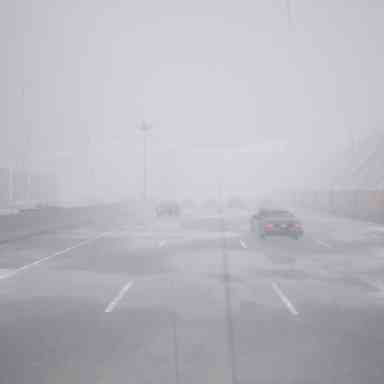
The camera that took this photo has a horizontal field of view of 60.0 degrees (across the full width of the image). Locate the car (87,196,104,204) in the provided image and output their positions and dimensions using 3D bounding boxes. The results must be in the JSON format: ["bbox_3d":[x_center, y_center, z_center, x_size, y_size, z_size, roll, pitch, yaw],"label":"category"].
[{"bbox_3d":[-17.911,1.492,61.770,2.128,1.511,4.902,0,0,3],"label":"car"}]

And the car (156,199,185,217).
[{"bbox_3d":[-2.039,1.600,31.170,1.895,1.301,4.718,0,0,4],"label":"car"}]

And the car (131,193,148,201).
[{"bbox_3d":[-10.527,1.218,69.615,2.150,2.045,5.566,0,0,2],"label":"car"}]

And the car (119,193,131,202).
[{"bbox_3d":[-13.972,1.214,71.012,2.150,2.045,5.566,0,0,2],"label":"car"}]

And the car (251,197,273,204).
[{"bbox_3d":[9.327,1.499,43.562,1.837,1.490,4.892,0,-2,3],"label":"car"}]

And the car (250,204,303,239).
[{"bbox_3d":[4.187,1.547,17.186,2.033,1.411,5.357,0,0,3],"label":"car"}]

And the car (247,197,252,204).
[{"bbox_3d":[10.188,1.601,60.074,1.895,1.301,4.718,0,0,2],"label":"car"}]

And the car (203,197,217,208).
[{"bbox_3d":[2.558,1.525,47.673,1.812,1.442,4.674,0,0,3],"label":"car"}]

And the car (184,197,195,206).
[{"bbox_3d":[-0.654,1.526,53.010,1.812,1.442,4.674,0,0,3],"label":"car"}]

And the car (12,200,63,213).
[{"bbox_3d":[-12.906,1.601,28.506,1.895,1.301,4.718,0,0,4],"label":"car"}]

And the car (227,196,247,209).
[{"bbox_3d":[5.937,1.353,45.521,2.097,1.767,4.553,0,0,4],"label":"car"}]

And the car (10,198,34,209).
[{"bbox_3d":[-22.369,1.525,44.578,1.812,1.442,4.674,0,0,4],"label":"car"}]

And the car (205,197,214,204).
[{"bbox_3d":[3.478,1.601,66.937,1.895,1.301,4.718,0,0,2],"label":"car"}]
